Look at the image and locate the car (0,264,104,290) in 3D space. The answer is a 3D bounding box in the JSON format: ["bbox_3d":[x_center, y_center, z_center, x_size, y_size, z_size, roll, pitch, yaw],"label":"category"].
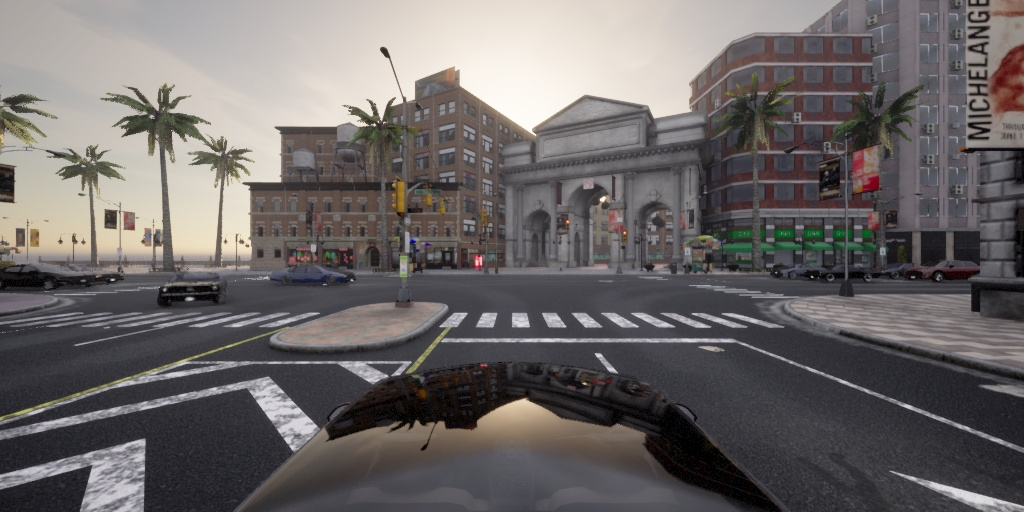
[{"bbox_3d":[-28.413,1.228,21.725,5.008,1.535,1.882,0,0,1],"label":"car"}]

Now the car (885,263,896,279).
[{"bbox_3d":[34.845,1.297,31.911,5.357,1.411,2.033,0,0,1],"label":"car"}]

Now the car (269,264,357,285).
[{"bbox_3d":[-13.879,1.297,25.134,5.357,1.411,2.033,0,0,0],"label":"car"}]

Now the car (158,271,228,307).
[{"bbox_3d":[-13.691,1.351,15.636,1.895,1.301,4.718,0,0,-36],"label":"car"}]

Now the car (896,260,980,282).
[{"bbox_3d":[34.060,1.102,28.372,4.553,1.767,2.097,0,0,2],"label":"car"}]

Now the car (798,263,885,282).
[{"bbox_3d":[26.105,1.351,28.525,4.718,1.301,1.895,0,0,1],"label":"car"}]

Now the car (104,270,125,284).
[{"bbox_3d":[-30.761,1.297,25.259,5.357,1.411,2.033,0,0,0],"label":"car"}]

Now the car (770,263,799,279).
[{"bbox_3d":[25.589,1.314,32.013,4.181,1.385,1.994,0,0,1],"label":"car"}]
